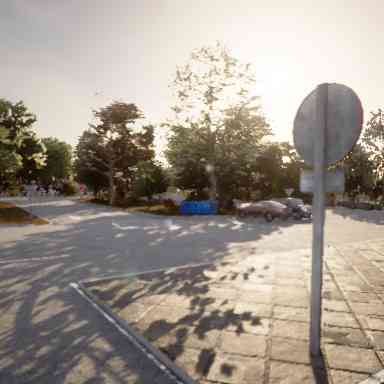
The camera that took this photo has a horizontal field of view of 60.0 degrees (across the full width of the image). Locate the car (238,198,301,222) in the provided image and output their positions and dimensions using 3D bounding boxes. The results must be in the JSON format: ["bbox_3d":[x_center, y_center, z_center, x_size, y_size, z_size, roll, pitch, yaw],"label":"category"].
[{"bbox_3d":[5.561,1.401,25.478,2.002,1.452,4.674,1,0,-34],"label":"car"}]

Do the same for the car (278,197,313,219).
[{"bbox_3d":[8.153,1.280,27.307,2.185,1.767,4.553,1,0,-34],"label":"car"}]
